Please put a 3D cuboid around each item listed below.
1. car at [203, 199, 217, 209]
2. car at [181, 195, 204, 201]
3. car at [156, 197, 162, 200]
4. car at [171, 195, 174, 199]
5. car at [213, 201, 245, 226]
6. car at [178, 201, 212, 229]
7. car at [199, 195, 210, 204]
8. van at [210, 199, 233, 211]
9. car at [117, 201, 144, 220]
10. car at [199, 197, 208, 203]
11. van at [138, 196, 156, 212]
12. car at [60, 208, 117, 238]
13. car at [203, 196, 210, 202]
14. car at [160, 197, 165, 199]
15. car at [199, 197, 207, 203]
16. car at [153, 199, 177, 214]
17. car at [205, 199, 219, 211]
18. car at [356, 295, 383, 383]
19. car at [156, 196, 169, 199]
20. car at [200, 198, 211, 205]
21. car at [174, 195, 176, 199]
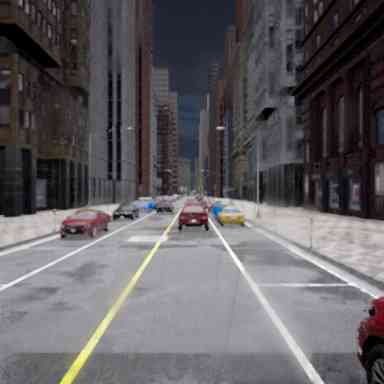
[{"bbox_3d":[2.752,1.831,52.213,2.008,1.369,4.403,0,0,0],"label":"car"},{"bbox_3d":[0.094,1.574,41.654,2.097,1.767,4.553,0,0,0],"label":"car"},{"bbox_3d":[-5.772,1.815,46.565,1.947,1.339,4.313,0,0,0],"label":"car"},{"bbox_3d":[-5.776,1.845,74.749,1.967,1.590,4.097,0,0,0],"label":"car"},{"bbox_3d":[2.756,1.651,24.203,1.752,1.417,4.829,0,0,0],"label":"car"},{"bbox_3d":[0.096,1.594,22.400,1.882,1.535,5.008,0,0,0],"label":"car"},{"bbox_3d":[2.748,1.720,74.760,2.192,1.841,5.009,0,0,0],"label":"car"},{"bbox_3d":[2.755,1.497,29.669,1.690,1.788,3.998,0,0,0],"label":"van"},{"bbox_3d":[-5.769,1.722,29.655,1.947,1.339,4.313,0,0,0],"label":"car"},{"bbox_3d":[2.748,1.981,80.395,1.887,1.381,4.507,0,0,0],"label":"car"},{"bbox_3d":[-5.772,1.559,40.929,1.690,1.788,3.998,0,0,0],"label":"van"},{"bbox_3d":[-5.767,1.640,18.382,1.887,1.381,4.507,0,0,0],"label":"car"},{"bbox_3d":[2.754,1.658,40.942,1.967,1.590,4.097,0,0,0],"label":"car"},{"bbox_3d":[-5.773,1.846,52.201,1.947,1.339,4.313,0,0,0],"label":"car"},{"bbox_3d":[2.747,2.033,86.031,1.947,1.339,4.313,0,0,0],"label":"car"},{"bbox_3d":[-3.006,1.802,37.895,1.895,1.301,4.718,0,0,0],"label":"car"},{"bbox_3d":[2.753,1.775,46.747,1.752,1.417,4.829,0,0,0],"label":"car"},{"bbox_3d":[2.760,1.323,1.489,2.192,1.841,5.009,0,0,0],"label":"car"},{"bbox_3d":[-5.774,1.626,57.839,2.192,1.841,5.009,0,0,0],"label":"car"},{"bbox_3d":[2.750,1.939,69.122,1.947,1.339,4.313,0,0,0],"label":"car"},{"bbox_3d":[-5.778,1.908,86.022,1.967,1.590,4.097,0,0,0],"label":"car"}]
